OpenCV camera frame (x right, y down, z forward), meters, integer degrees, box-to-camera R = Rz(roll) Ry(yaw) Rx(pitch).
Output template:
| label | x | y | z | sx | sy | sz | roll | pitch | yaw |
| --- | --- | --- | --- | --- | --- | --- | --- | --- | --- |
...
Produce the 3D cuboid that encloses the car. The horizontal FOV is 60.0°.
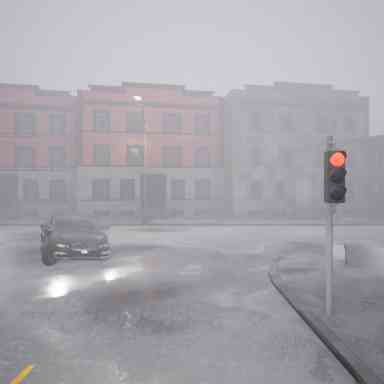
| label | x | y | z | sx | sy | sz | roll | pitch | yaw |
| --- | --- | --- | --- | --- | --- | --- | --- | --- | --- |
| car | -4.227 | 1.507 | 11.830 | 1.837 | 1.490 | 4.892 | 5 | -2 | -28 |
